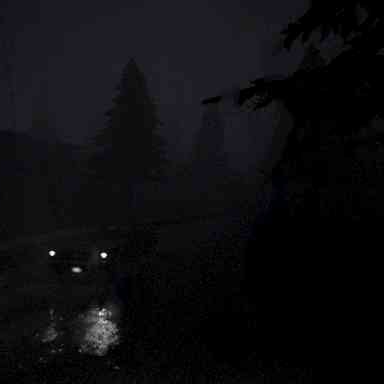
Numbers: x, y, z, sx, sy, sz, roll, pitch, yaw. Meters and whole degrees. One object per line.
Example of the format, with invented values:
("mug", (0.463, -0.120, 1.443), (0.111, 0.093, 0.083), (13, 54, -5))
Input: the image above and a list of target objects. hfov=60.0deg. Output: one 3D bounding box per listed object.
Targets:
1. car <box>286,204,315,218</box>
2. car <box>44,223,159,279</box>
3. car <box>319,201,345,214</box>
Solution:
("car", (11.276, 1.902, 34.407), (1.994, 1.385, 4.181), (0, -1, 37))
("car", (-2.556, 1.702, 10.659), (1.895, 1.301, 4.718), (0, -1, 10))
("car", (17.480, 1.905, 41.719), (2.128, 1.511, 4.902), (0, -1, 45))
